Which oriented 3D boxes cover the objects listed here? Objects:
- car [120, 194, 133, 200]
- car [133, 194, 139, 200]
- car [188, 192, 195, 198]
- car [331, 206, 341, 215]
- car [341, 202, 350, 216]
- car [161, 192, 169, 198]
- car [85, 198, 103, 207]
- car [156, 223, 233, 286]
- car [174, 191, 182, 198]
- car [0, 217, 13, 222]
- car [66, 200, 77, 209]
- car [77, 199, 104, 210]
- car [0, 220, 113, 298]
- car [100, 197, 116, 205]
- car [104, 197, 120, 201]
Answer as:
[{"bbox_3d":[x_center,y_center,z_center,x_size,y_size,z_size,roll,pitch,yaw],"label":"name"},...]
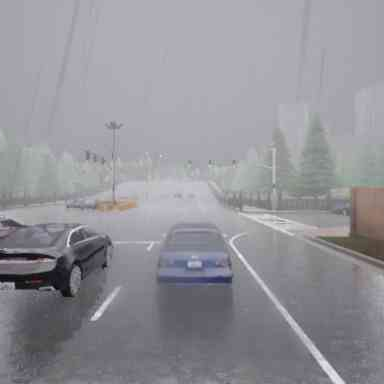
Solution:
[{"bbox_3d":[-14.065,1.670,67.667,2.097,1.767,4.553,0,1,0],"label":"car"},{"bbox_3d":[-14.143,1.283,81.141,2.033,1.411,5.357,0,3,0],"label":"car"},{"bbox_3d":[-0.189,0.777,89.046,1.895,1.301,4.718,0,6,0],"label":"car"},{"bbox_3d":[16.864,1.688,34.217,4.892,1.490,1.837,0,0,0],"label":"car"},{"bbox_3d":[16.567,1.728,30.715,4.181,1.385,1.994,0,0,0],"label":"car"},{"bbox_3d":[-7.189,0.773,89.060,1.895,1.301,4.718,0,6,0],"label":"car"},{"bbox_3d":[-17.591,1.883,59.698,1.994,1.385,4.181,0,0,0],"label":"car"},{"bbox_3d":[0.077,1.600,9.615,2.033,1.411,5.357,0,0,1],"label":"car"},{"bbox_3d":[-3.689,0.538,89.025,2.097,1.767,4.553,0,6,0],"label":"car"},{"bbox_3d":[-6.917,1.588,11.513,1.812,1.442,4.674,0,0,0],"label":"car"},{"bbox_3d":[-17.611,1.873,50.883,1.895,1.301,4.718,0,0,0],"label":"car"},{"bbox_3d":[-14.061,1.774,46.450,1.812,1.442,4.674,0,0,-2],"label":"car"},{"bbox_3d":[-3.425,1.539,8.616,2.128,1.511,4.902,0,0,0],"label":"car"},{"bbox_3d":[-17.578,1.798,70.025,2.128,1.511,4.902,0,1,0],"label":"car"},{"bbox_3d":[-14.106,1.776,55.843,1.882,1.535,5.008,0,0,0],"label":"car"}]
